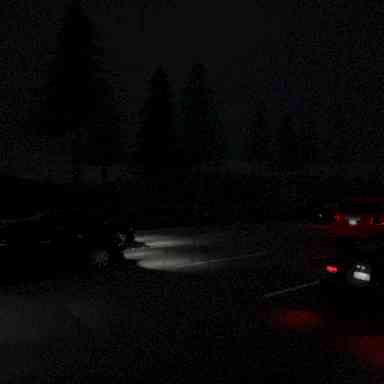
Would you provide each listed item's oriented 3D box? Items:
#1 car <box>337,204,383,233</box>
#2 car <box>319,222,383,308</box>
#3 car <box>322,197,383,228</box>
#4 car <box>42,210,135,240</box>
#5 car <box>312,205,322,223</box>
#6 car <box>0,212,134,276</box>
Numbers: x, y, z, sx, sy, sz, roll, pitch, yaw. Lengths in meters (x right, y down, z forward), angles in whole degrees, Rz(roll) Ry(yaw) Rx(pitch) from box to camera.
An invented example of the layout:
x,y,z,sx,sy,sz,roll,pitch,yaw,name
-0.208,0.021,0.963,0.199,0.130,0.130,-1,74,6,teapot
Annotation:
x,y,z,sx,sy,sz,roll,pitch,yaw,name
11.007,1.514,20.271,4.674,1.442,1.812,0,0,-36,car
5.057,1.542,7.379,5.357,1.411,2.033,0,0,-36,car
8.149,1.213,13.911,5.566,2.045,2.150,0,0,-36,car
-4.684,1.511,13.361,4.892,1.490,1.837,0,0,-35,car
10.934,1.466,24.527,5.008,1.535,1.882,0,0,-36,car
-4.341,1.511,9.340,4.892,1.490,1.837,0,0,-35,car
